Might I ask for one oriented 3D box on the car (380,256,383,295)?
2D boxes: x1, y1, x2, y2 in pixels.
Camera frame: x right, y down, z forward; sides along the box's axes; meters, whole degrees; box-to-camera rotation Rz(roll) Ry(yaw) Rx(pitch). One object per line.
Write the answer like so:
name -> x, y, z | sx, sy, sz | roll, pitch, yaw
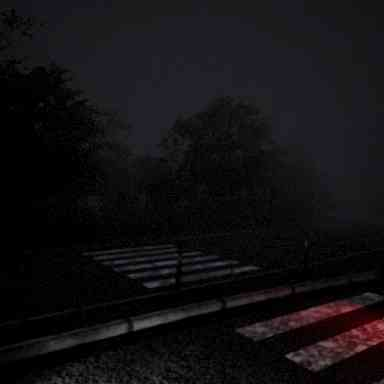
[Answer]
car -> 6.052, 1.537, 6.840 | 5.008, 1.535, 1.882 | 0, -1, -29
